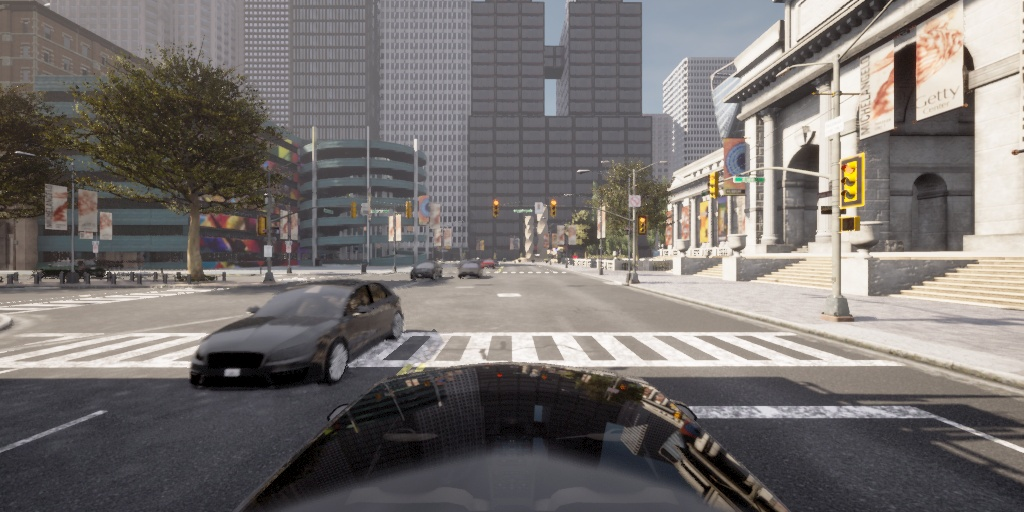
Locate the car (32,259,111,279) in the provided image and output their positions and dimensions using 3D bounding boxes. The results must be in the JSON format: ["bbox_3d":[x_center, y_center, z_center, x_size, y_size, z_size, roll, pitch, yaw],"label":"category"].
[{"bbox_3d":[-39.232,1.102,31.764,4.553,1.767,2.097,0,0,0],"label":"car"}]

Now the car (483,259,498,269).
[{"bbox_3d":[-3.578,1.228,55.923,1.882,1.535,5.008,0,0,0],"label":"car"}]

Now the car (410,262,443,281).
[{"bbox_3d":[-7.086,1.227,30.121,1.882,1.535,5.008,0,0,0],"label":"car"}]

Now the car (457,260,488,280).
[{"bbox_3d":[-3.586,1.298,31.861,2.033,1.411,5.357,0,0,0],"label":"car"}]

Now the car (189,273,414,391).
[{"bbox_3d":[-3.599,1.255,7.053,1.837,1.490,4.892,0,0,0],"label":"car"}]
